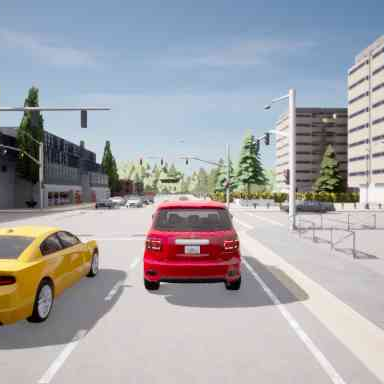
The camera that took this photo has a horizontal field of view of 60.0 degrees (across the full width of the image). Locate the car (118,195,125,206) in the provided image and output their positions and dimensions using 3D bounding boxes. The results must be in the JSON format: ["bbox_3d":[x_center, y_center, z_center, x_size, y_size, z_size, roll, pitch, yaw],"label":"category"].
[{"bbox_3d":[-12.035,1.526,53.789,1.812,1.442,4.674,0,0,-1],"label":"car"}]

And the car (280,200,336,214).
[{"bbox_3d":[12.066,1.547,34.671,5.357,1.411,2.033,0,0,-2],"label":"car"}]

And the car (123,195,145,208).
[{"bbox_3d":[-8.385,1.526,48.657,1.812,1.442,4.674,0,0,-1],"label":"car"}]

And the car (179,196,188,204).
[{"bbox_3d":[-1.614,1.525,63.118,1.812,1.442,4.674,0,0,-1],"label":"car"}]

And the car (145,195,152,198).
[{"bbox_3d":[-8.653,1.505,58.741,1.837,1.490,4.892,0,0,-1],"label":"car"}]

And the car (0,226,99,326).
[{"bbox_3d":[-3.482,1.478,7.207,1.882,1.535,5.008,0,0,0],"label":"car"}]

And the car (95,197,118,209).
[{"bbox_3d":[-11.796,1.564,45.354,1.994,1.385,4.181,0,0,-2],"label":"car"}]

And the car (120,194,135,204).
[{"bbox_3d":[-12.269,1.352,63.705,2.097,1.767,4.553,0,0,-1],"label":"car"}]

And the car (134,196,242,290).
[{"bbox_3d":[0.011,1.221,9.196,2.150,2.045,5.566,0,0,0],"label":"car"}]

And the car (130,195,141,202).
[{"bbox_3d":[-12.510,1.500,73.928,1.837,1.490,4.892,0,0,-2],"label":"car"}]
